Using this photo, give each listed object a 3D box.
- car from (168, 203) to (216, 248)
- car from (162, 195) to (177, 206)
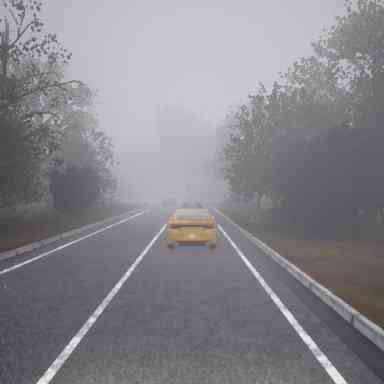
[{"bbox_3d":[0.000,1.464,14.649,1.882,1.535,5.008,0,0,0],"label":"car"},{"bbox_3d":[-3.500,1.327,51.679,2.097,1.767,4.553,0,0,0],"label":"car"}]
